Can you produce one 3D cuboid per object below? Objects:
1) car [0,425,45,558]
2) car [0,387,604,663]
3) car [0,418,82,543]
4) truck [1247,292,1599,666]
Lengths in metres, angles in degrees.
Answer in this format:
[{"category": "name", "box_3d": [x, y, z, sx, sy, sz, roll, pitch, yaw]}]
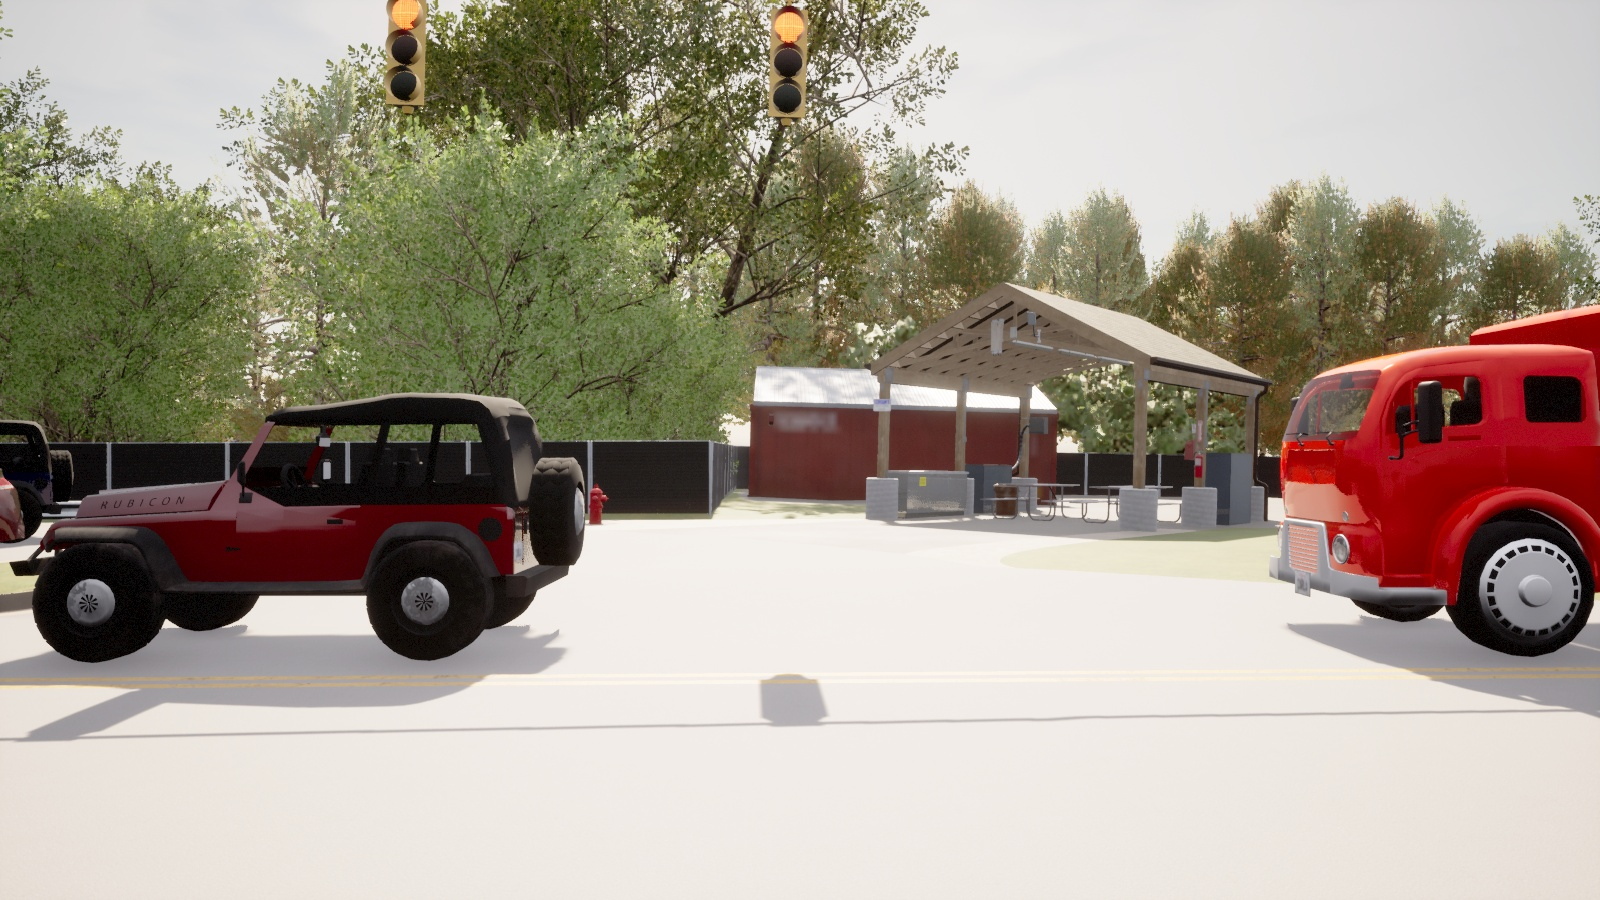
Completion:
[{"category": "car", "box_3d": [-12.020, 0.471, 14.677, 2.152, 1.651, 5.027, 1, 0, 41]}, {"category": "car", "box_3d": [-3.577, 0.518, 9.586, 3.866, 1.878, 1.905, 0, 0, 0]}, {"category": "car", "box_3d": [-13.278, 0.428, 19.138, 3.866, 1.878, 1.905, 1, 1, -36]}, {"category": "truck", "box_3d": [6.483, 0.191, 9.586, 5.204, 2.467, 2.627, 0, 0, 1]}]
